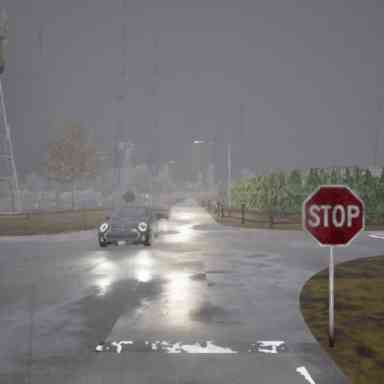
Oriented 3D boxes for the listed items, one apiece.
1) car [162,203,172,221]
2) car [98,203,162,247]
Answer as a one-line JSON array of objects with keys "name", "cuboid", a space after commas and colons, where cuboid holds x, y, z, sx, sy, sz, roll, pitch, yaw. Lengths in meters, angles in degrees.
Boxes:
[{"name": "car", "cuboid": [-2.740, 1.652, 28.401, 2.033, 1.411, 5.357, 0, 0, 0]}, {"name": "car", "cuboid": [-2.760, 1.414, 15.266, 2.097, 1.767, 4.553, -1, 0, 0]}]
